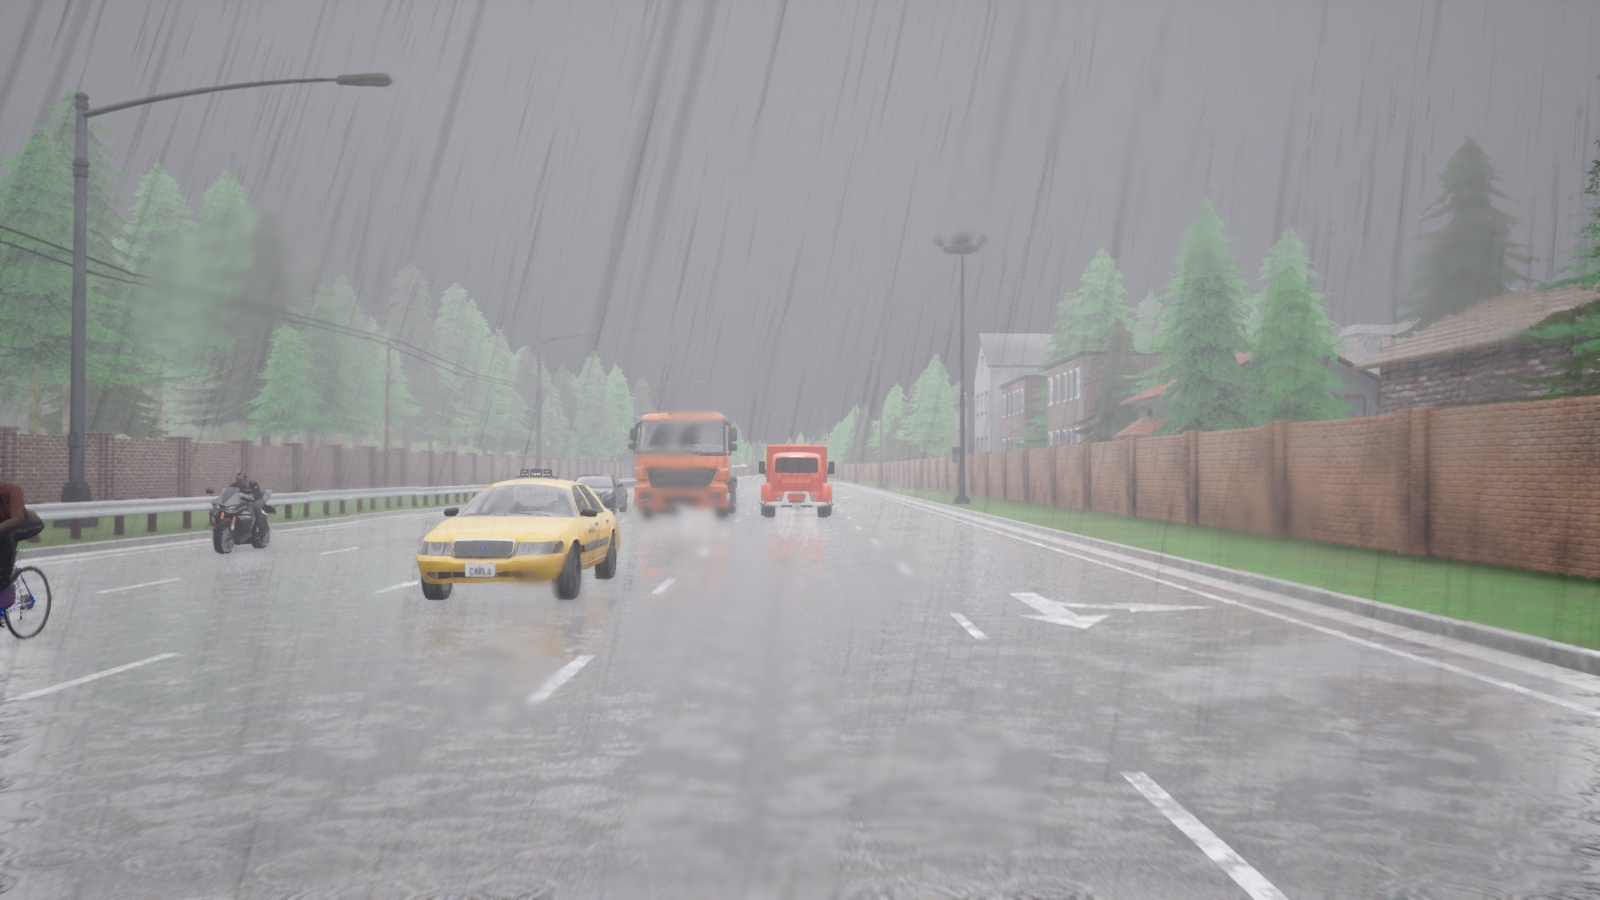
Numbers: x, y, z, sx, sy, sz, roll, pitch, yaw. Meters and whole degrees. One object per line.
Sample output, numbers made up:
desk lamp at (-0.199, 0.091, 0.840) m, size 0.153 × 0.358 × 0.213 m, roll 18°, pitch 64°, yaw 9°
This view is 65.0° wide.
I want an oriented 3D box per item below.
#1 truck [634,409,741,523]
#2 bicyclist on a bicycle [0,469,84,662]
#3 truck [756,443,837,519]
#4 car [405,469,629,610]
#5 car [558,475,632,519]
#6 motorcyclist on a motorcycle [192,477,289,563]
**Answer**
truck at (-3.609, 0.553, 42.160) m, size 2.891 × 3.462 × 7.936 m, roll 0°, pitch -1°, yaw 0°
bicyclist on a bicycle at (-7.028, 0.979, 10.978) m, size 0.582 × 1.620 × 1.656 m, roll 0°, pitch -1°, yaw 0°
truck at (-0.110, 1.058, 43.562) m, size 2.627 × 2.467 × 5.204 m, roll 0°, pitch -1°, yaw 0°
car at (-3.542, 1.049, 16.779) m, size 1.801 × 1.575 × 5.366 m, roll 0°, pitch -1°, yaw 0°
car at (-7.109, 1.605, 43.944) m, size 1.812 × 1.442 × 4.674 m, roll 0°, pitch -1°, yaw 0°
motorcyclist on a motorcycle at (-10.559, 1.291, 23.811) m, size 0.866 × 1.530 × 2.191 m, roll 0°, pitch -1°, yaw 0°
